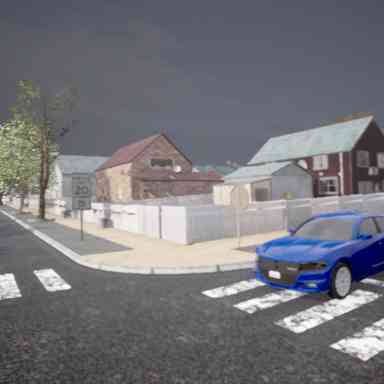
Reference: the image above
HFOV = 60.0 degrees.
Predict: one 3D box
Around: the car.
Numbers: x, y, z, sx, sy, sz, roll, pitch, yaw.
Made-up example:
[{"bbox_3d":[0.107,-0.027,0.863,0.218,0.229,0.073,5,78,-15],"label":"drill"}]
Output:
[{"bbox_3d":[3.583,1.240,8.044,5.008,1.535,1.882,-3,0,-37],"label":"car"}]
